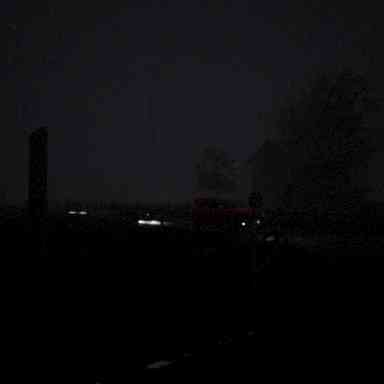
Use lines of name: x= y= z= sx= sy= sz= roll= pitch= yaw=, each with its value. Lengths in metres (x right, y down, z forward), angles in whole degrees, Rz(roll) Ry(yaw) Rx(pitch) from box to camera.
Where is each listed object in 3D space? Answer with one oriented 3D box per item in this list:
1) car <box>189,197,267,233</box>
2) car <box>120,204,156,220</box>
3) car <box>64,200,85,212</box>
car: x=2.075 y=1.350 z=20.842 sx=2.150 sy=2.045 sz=5.566 roll=1 pitch=-1 yaw=-36
car: x=-5.002 y=1.804 z=30.579 sx=1.994 sy=1.385 sz=4.181 roll=1 pitch=-1 yaw=-36
car: x=-16.390 y=1.923 z=46.387 sx=1.837 sy=1.490 sz=4.892 roll=1 pitch=-1 yaw=-35
